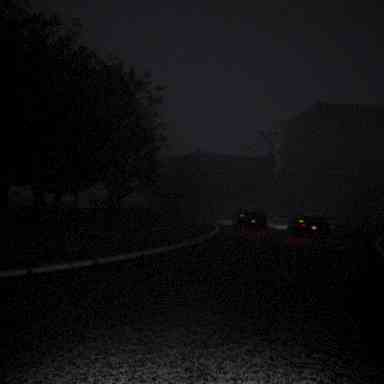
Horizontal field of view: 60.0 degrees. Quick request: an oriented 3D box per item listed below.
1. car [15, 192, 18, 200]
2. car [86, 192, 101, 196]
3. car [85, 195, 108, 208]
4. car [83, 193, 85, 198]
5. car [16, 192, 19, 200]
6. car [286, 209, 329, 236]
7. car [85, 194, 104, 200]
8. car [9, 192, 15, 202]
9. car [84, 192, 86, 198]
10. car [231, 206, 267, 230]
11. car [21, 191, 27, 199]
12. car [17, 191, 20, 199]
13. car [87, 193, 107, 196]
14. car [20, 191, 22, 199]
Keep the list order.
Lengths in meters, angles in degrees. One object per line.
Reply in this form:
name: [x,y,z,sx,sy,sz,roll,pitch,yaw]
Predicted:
car: [-40.471,1.289,70.459,5.008,1.535,2.097,1,0,-20]
car: [-21.839,1.433,78.290,4.553,1.767,2.185,1,0,-20]
car: [-14.580,1.664,51.584,1.837,1.490,4.892,0,0,-33]
car: [-25.794,1.451,88.821,5.008,1.535,2.097,1,0,-20]
car: [-41.426,1.307,73.045,4.674,1.452,2.002,1,0,-20]
car: [6.902,1.733,20.067,1.812,1.442,4.674,1,0,9]
car: [-26.708,1.423,91.313,4.892,1.521,2.231,1,0,-20]
car: [-39.470,1.181,67.883,4.553,1.767,2.185,1,0,-20]
car: [-24.747,1.358,86.111,4.553,1.767,2.185,1,0,-20]
car: [3.860,1.669,22.989,1.882,1.535,5.008,1,0,2]
car: [-45.302,0.912,83.371,5.566,2.045,2.435,1,0,-20]
car: [-42.359,1.120,75.638,4.553,1.767,2.185,1,0,-20]
car: [-20.005,1.616,73.174,4.792,1.488,2.163,1,0,-20]
car: [-43.361,1.222,78.214,4.892,1.521,2.231,1,0,-20]
